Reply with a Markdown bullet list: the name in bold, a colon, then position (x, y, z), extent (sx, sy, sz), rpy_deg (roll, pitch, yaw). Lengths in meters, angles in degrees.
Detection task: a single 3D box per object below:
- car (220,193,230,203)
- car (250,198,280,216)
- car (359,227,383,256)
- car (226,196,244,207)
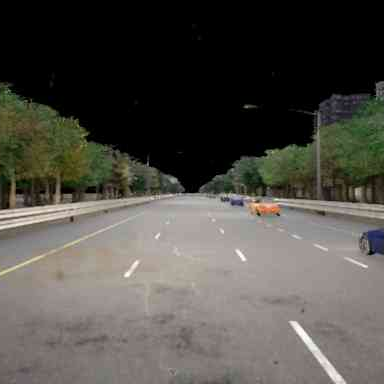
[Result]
- **car**: position (7.011, 1.555, 70.975), extent (1.837, 1.490, 4.892), rpy_deg (0, 0, 0)
- **car**: position (6.986, 1.363, 32.419), extent (2.097, 1.767, 4.553), rpy_deg (0, 0, 0)
- **car**: position (6.994, 1.537, 10.165), extent (1.812, 1.442, 4.674), rpy_deg (0, 0, 0)
- **car**: position (6.981, 1.523, 52.710), extent (1.882, 1.535, 5.008), rpy_deg (0, 0, 0)
